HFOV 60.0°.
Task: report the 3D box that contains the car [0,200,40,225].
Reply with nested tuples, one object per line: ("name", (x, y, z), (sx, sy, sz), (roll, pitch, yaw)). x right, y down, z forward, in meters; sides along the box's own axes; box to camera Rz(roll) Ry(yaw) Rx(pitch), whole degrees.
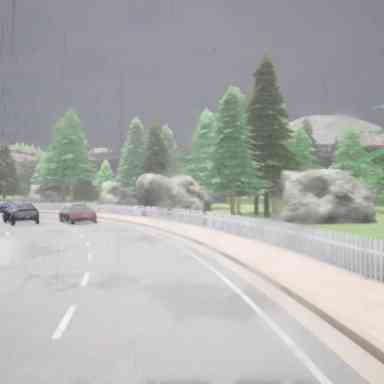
("car", (-12.988, 1.609, 25.281), (2.128, 1.511, 4.902), (-1, 0, -37))

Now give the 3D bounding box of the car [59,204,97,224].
("car", (-8.811, 1.643, 25.571), (1.994, 1.385, 4.181), (-1, 0, -35))
